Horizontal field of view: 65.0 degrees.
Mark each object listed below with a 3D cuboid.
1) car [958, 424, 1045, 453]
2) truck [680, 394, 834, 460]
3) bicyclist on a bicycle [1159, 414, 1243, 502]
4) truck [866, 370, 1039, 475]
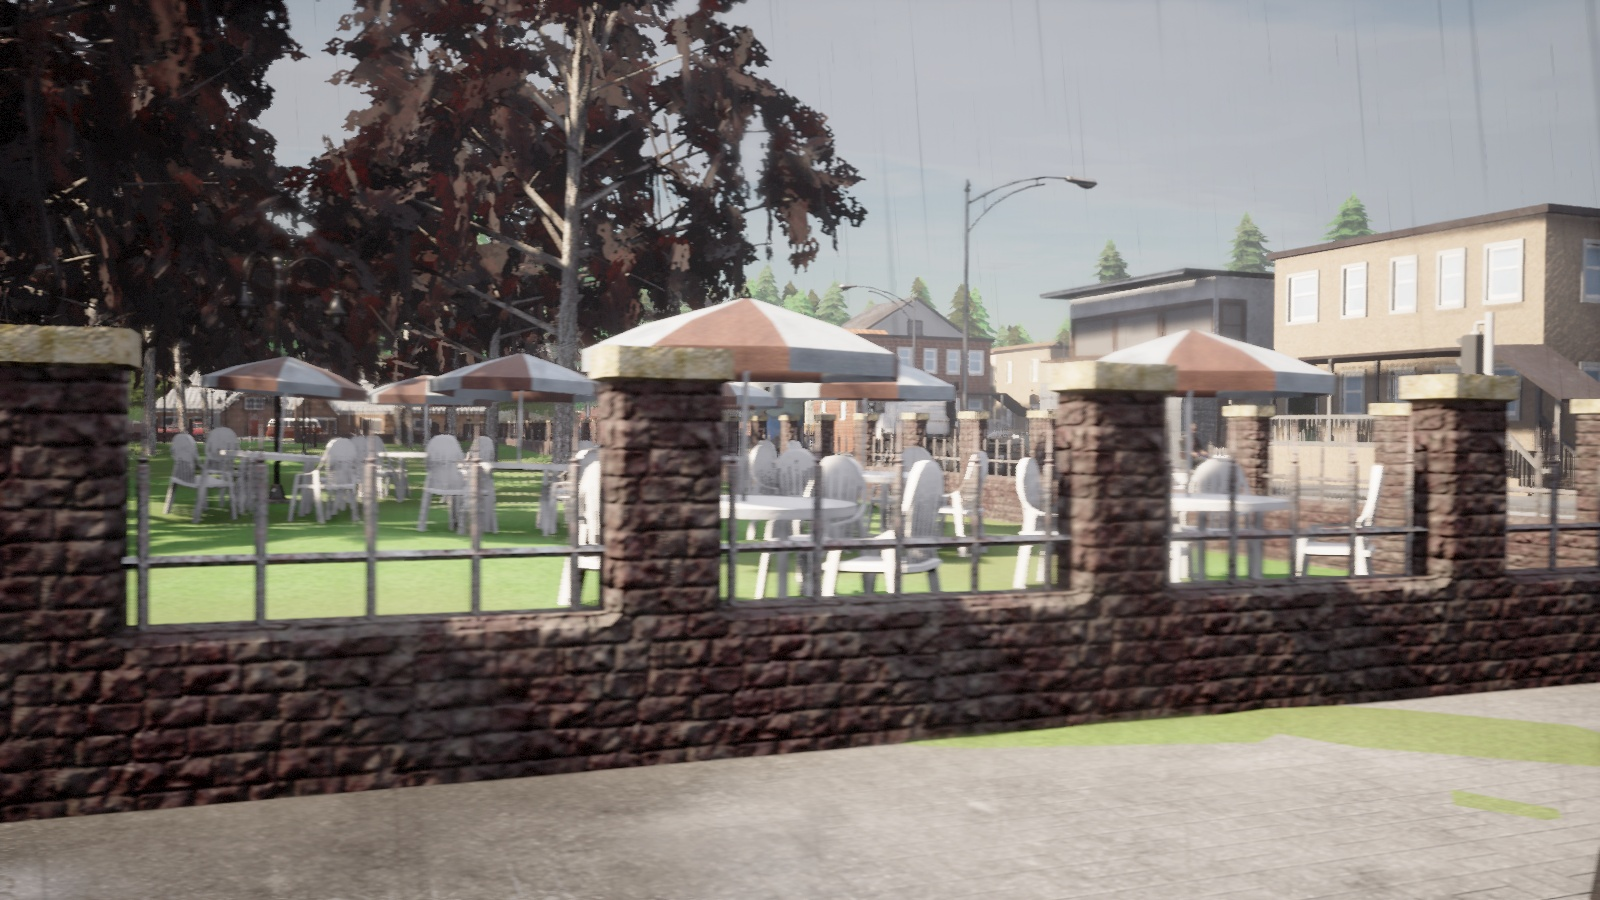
[{"bbox_3d":[11.900,-0.694,74.215,4.611,1.667,2.242,-1,1,-21],"label":"car"},{"bbox_3d":[-2.340,-1.283,69.100,7.936,3.462,2.891,-1,1,-25],"label":"truck"},{"bbox_3d":[8.411,0.148,26.401,0.659,1.776,1.843,-1,1,-21],"label":"bicyclist on a bicycle"},{"bbox_3d":[5.340,-0.986,45.747,2.891,3.462,7.936,-1,1,-20],"label":"truck"}]
